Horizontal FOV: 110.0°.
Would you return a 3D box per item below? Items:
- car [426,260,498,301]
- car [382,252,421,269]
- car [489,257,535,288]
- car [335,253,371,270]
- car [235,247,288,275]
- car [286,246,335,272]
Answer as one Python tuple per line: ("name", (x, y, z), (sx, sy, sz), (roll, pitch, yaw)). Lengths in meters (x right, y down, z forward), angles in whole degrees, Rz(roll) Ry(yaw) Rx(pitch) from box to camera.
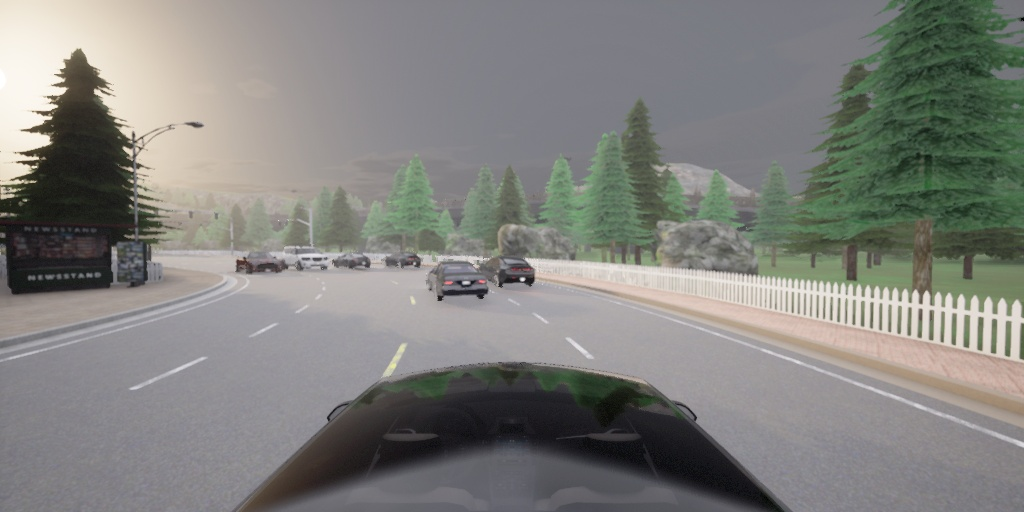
("car", (-2.429, 0.924, 14.955), (2.033, 1.411, 5.357), (-1, 2, -19))
("car", (-10.300, 0.372, 33.347), (1.837, 1.490, 4.892), (-1, 2, -45))
("car", (-0.438, 0.763, 19.003), (1.837, 1.490, 4.892), (0, 2, -23))
("car", (-14.555, 0.419, 32.562), (4.674, 1.442, 1.812), (1, 2, 42))
("car", (-19.136, 0.415, 27.087), (4.553, 1.767, 2.097), (1, 2, 41))
("car", (-17.634, 0.186, 30.446), (5.566, 2.045, 2.150), (1, 2, 40))
